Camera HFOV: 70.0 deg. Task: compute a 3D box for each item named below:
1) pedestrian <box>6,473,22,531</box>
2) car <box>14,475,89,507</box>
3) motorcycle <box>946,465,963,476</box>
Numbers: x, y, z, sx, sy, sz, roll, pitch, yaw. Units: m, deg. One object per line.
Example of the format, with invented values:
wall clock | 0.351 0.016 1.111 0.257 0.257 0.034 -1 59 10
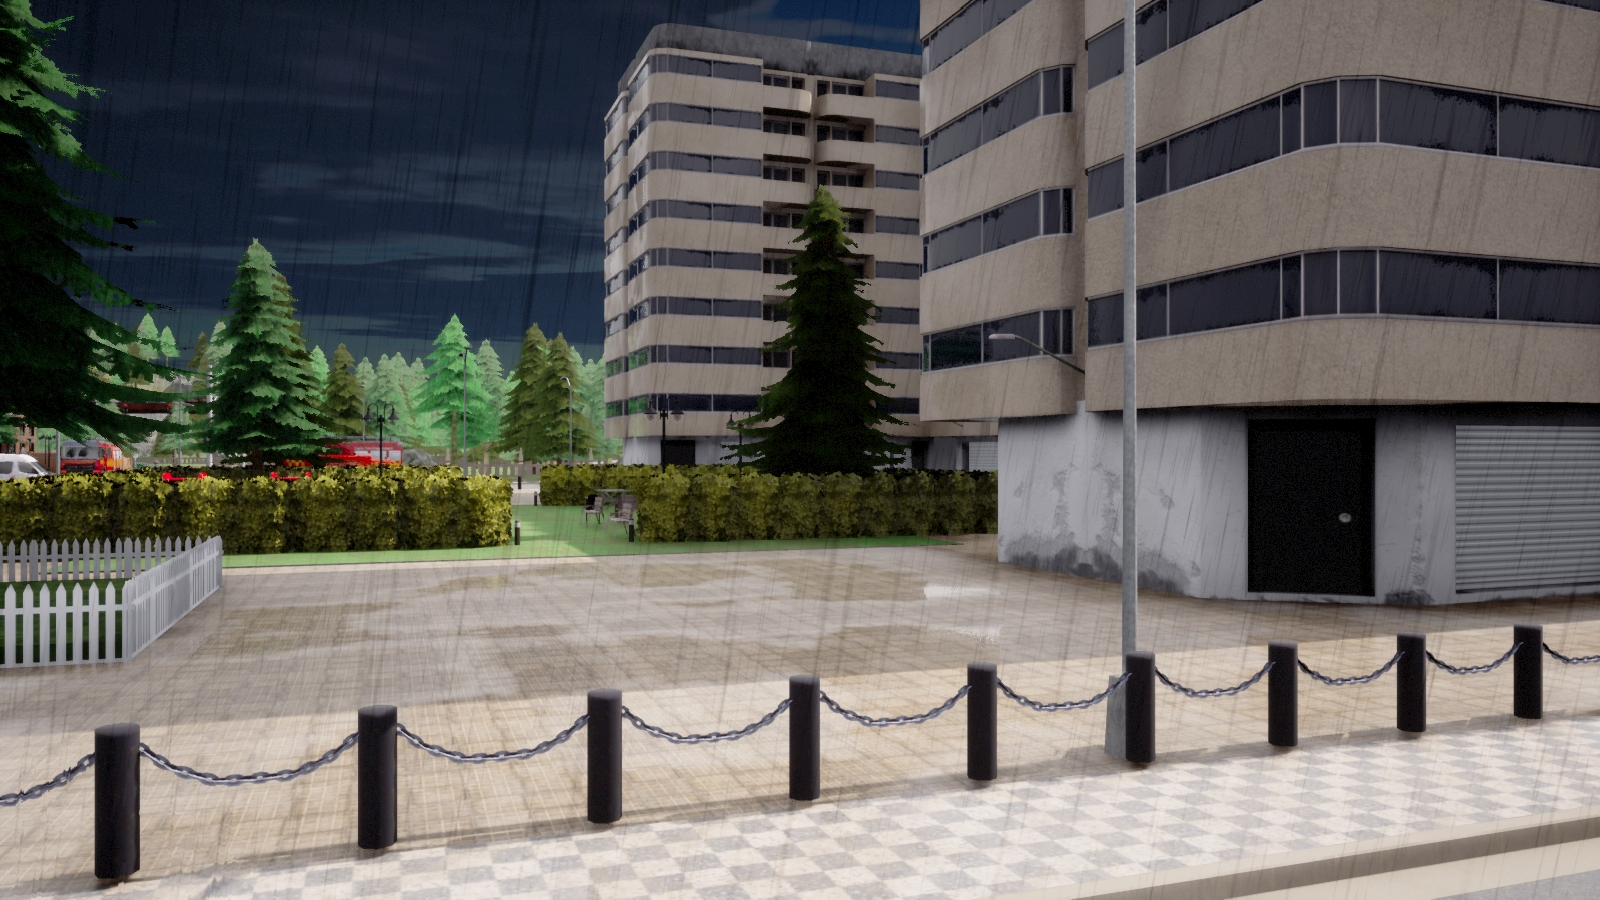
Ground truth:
pedestrian | -25.648 1.695 37.283 0.375 1.860 0.375 0 0 -27
car | -38.243 2.063 58.523 2.163 1.488 4.792 0 0 -20
motorcycle | 16.084 2.131 119.009 0.803 1.199 2.033 0 0 -20
